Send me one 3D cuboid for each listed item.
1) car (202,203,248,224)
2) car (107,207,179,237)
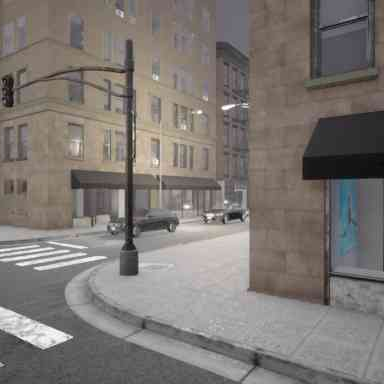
[{"bbox_3d":[2.697,1.640,26.285,2.128,1.511,4.902,0,0,35],"label":"car"},{"bbox_3d":[-2.604,1.620,18.810,1.812,1.442,4.674,0,0,37],"label":"car"}]
